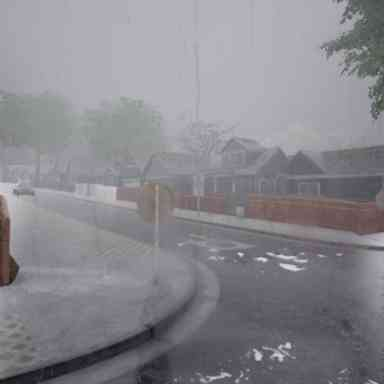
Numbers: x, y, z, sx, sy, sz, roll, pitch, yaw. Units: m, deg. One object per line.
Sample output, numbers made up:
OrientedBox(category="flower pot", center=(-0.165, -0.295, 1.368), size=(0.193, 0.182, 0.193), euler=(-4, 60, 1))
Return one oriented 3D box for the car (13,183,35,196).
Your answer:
OrientedBox(category="car", center=(-22.410, -0.418, 44.271), size=(2.097, 1.767, 4.553), euler=(1, 2, -35))
